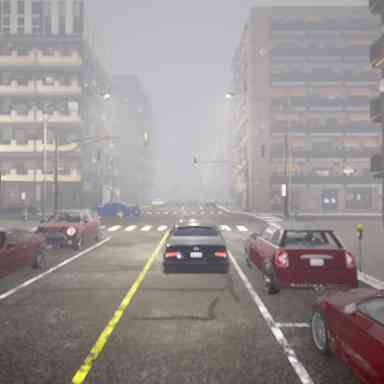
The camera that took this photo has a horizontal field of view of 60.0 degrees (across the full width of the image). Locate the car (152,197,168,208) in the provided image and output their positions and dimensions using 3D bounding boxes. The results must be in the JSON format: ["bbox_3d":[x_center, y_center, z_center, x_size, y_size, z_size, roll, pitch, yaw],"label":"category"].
[{"bbox_3d":[-5.295,1.729,52.373,1.752,1.417,4.829,1,0,0],"label":"car"}]

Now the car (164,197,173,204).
[{"bbox_3d":[-5.290,1.835,75.226,1.887,1.381,4.507,1,0,0],"label":"car"}]

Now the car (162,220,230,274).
[{"bbox_3d":[0.100,1.590,10.622,2.033,1.411,5.357,0,0,0],"label":"car"}]

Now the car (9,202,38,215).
[{"bbox_3d":[-17.616,1.716,33.720,4.313,1.339,1.947,0,-1,0],"label":"car"}]

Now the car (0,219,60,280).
[{"bbox_3d":[-5.309,1.617,8.781,1.802,1.307,4.206,1,0,0],"label":"car"}]

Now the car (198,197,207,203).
[{"bbox_3d":[2.592,1.862,80.925,2.008,1.369,4.403,1,0,0],"label":"car"}]

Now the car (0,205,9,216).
[{"bbox_3d":[-17.556,1.337,25.845,5.009,1.841,2.192,0,-1,0],"label":"car"}]

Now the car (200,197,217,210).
[{"bbox_3d":[2.584,1.733,46.900,2.008,1.369,4.403,1,0,0],"label":"car"}]

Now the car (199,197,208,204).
[{"bbox_3d":[2.590,1.834,75.255,1.887,1.381,4.507,1,0,0],"label":"car"}]

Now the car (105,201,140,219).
[{"bbox_3d":[-7.046,1.596,30.237,5.008,1.535,1.882,0,-1,27],"label":"car"}]

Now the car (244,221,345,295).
[{"bbox_3d":[2.577,1.475,8.802,1.967,1.590,4.097,1,0,0],"label":"car"}]

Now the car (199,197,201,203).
[{"bbox_3d":[2.588,1.665,58.242,1.967,1.590,4.097,1,0,0],"label":"car"}]

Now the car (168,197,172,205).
[{"bbox_3d":[-5.292,1.772,63.715,1.752,1.417,4.829,1,0,0],"label":"car"}]

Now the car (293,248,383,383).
[{"bbox_3d":[2.575,1.595,3.252,1.802,1.307,4.206,1,0,0],"label":"car"}]

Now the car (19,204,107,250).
[{"bbox_3d":[-5.310,1.497,14.331,1.967,1.590,4.097,1,0,0],"label":"car"}]
